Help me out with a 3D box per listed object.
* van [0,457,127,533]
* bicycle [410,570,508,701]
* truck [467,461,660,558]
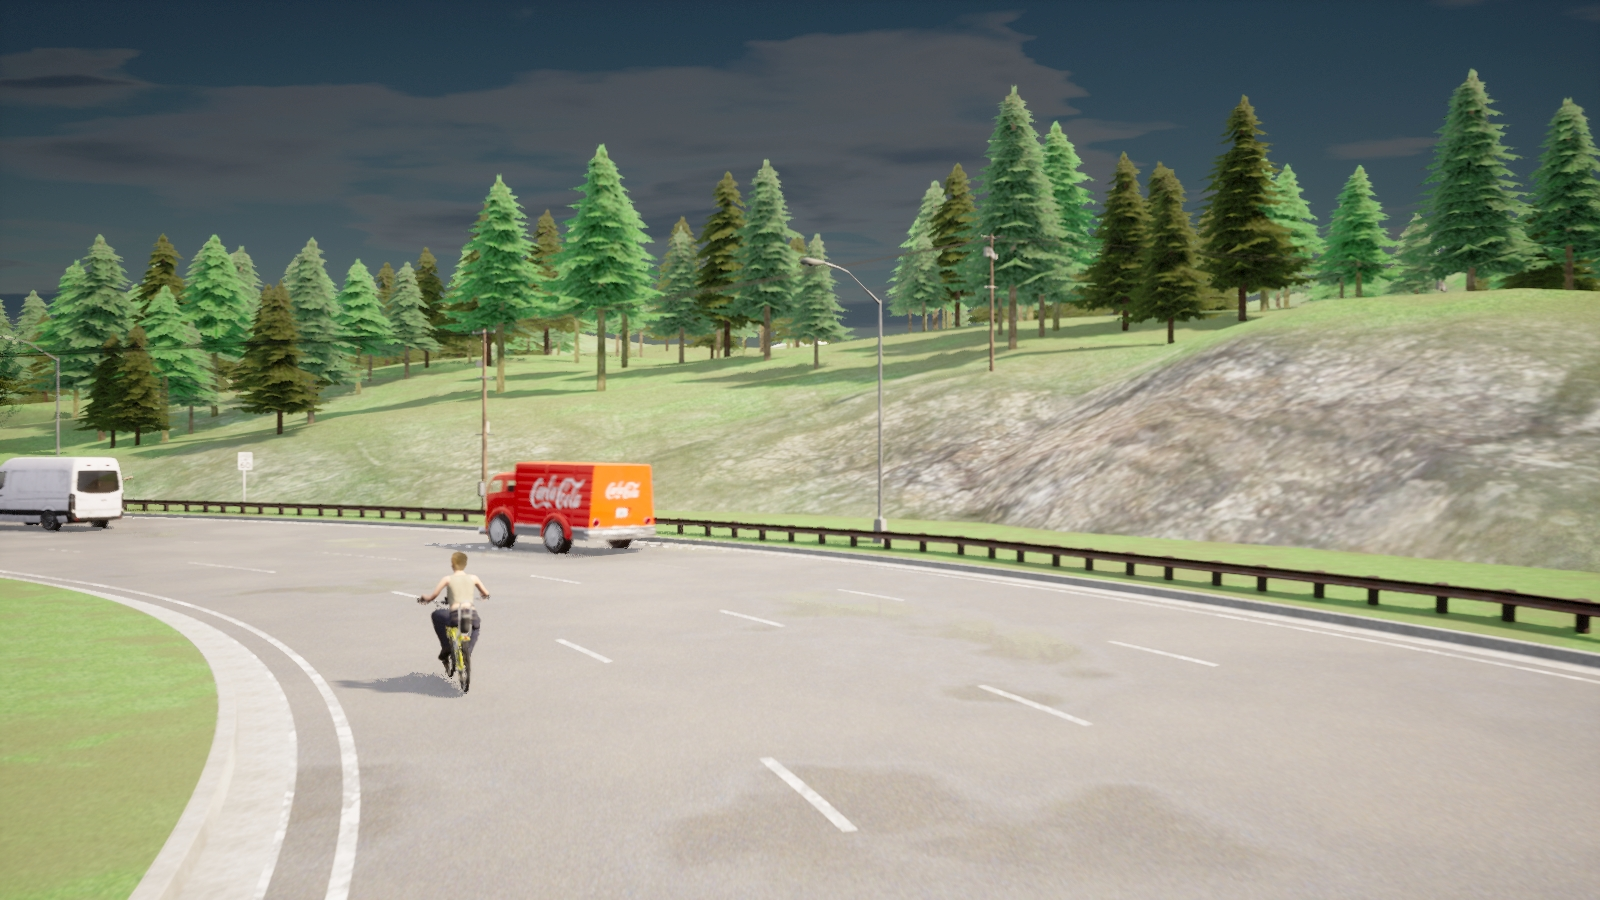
[{"bbox_3d":[-26.972,1.537,40.743,5.915,2.561,1.988,0,-1,23],"label":"van"},{"bbox_3d":[-4.072,2.158,13.574,0.859,1.276,1.487,0,0,-27],"label":"bicycle"},{"bbox_3d":[-6.715,1.569,32.171,5.204,2.467,2.627,0,-1,40],"label":"truck"}]
